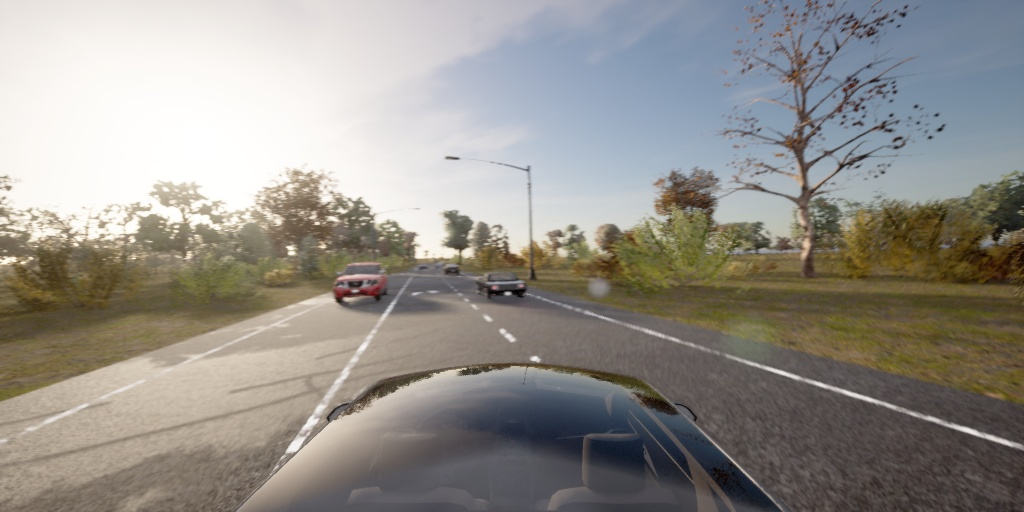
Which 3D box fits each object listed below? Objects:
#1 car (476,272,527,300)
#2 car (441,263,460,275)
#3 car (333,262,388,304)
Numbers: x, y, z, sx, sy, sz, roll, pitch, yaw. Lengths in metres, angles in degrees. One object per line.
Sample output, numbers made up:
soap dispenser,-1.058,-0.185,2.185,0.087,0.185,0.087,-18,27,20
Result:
car,-0.729,1.502,18.930,1.895,1.301,4.718,-2,0,-14
car,-8.379,1.836,49.599,1.882,1.535,5.008,-2,0,-14
car,-8.186,1.366,19.870,2.150,2.045,5.566,-2,0,-14
